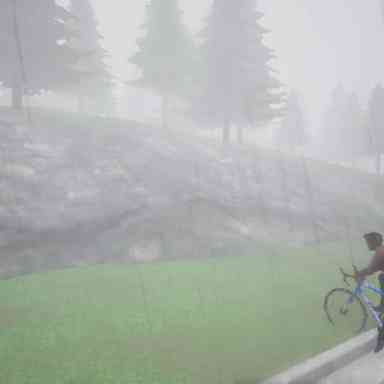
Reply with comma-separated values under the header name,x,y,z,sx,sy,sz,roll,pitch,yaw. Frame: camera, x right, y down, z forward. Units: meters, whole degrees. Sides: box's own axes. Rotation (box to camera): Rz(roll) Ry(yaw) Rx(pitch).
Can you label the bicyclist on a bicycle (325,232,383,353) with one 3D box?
name,x,y,z,sx,sy,sz,roll,pitch,yaw
bicyclist on a bicycle,2.629,1.404,4.644,0.582,1.620,1.656,0,5,-36
